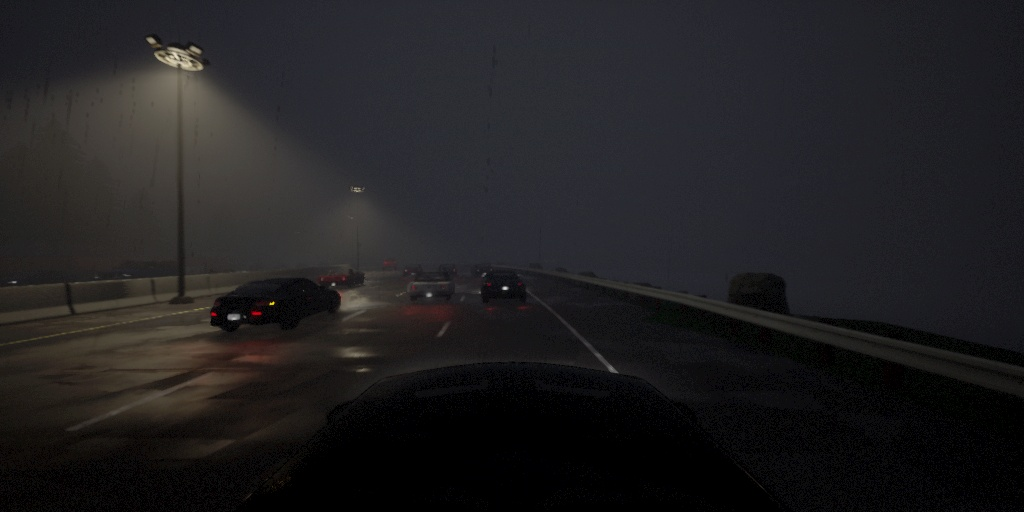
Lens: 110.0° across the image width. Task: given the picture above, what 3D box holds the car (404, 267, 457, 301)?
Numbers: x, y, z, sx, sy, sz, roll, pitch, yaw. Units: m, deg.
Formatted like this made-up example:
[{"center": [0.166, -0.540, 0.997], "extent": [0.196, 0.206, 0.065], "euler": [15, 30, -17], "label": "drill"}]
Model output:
[{"center": [-3.869, 1.421, 17.953], "extent": [1.895, 1.301, 4.718], "euler": [-1, 0, -6], "label": "car"}]

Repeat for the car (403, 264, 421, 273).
[{"center": [-10.687, 1.532, 38.906], "extent": [1.895, 1.301, 4.718], "euler": [-1, 0, -13], "label": "car"}]

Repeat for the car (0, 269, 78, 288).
[{"center": [-33.479, 1.686, 25.250], "extent": [1.812, 1.442, 4.674], "euler": [-1, 0, -9], "label": "car"}]

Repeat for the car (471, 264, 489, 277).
[{"center": [-3.140, 1.446, 37.092], "extent": [1.895, 1.301, 4.718], "euler": [-1, 0, -12], "label": "car"}]

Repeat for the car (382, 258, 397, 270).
[{"center": [-20.576, 1.297, 60.271], "extent": [2.150, 2.045, 5.566], "euler": [0, -1, -22], "label": "car"}]

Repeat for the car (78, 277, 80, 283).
[{"center": [-30.428, 1.639, 28.218], "extent": [1.837, 1.490, 4.892], "euler": [-1, -1, -10], "label": "car"}]

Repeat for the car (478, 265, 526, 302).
[{"center": [-0.499, 1.346, 17.273], "extent": [1.994, 1.385, 4.181], "euler": [-1, 0, -6], "label": "car"}]

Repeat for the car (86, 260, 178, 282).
[{"center": [-26.483, 1.308, 25.769], "extent": [2.150, 2.045, 5.566], "euler": [-1, 0, -9], "label": "car"}]

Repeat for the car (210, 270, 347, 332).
[{"center": [-7.137, 1.371, 11.306], "extent": [1.812, 1.442, 4.674], "euler": [0, 0, -4], "label": "car"}]

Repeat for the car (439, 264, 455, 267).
[{"center": [-6.905, 1.489, 37.952], "extent": [1.895, 1.301, 4.718], "euler": [-1, 0, -13], "label": "car"}]

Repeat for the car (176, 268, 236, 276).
[{"center": [-23.301, 1.653, 28.100], "extent": [1.895, 1.301, 4.718], "euler": [-1, 0, -9], "label": "car"}]

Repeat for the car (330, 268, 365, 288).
[{"center": [-11.740, 1.521, 25.094], "extent": [1.895, 1.301, 4.718], "euler": [-1, 0, -9], "label": "car"}]
